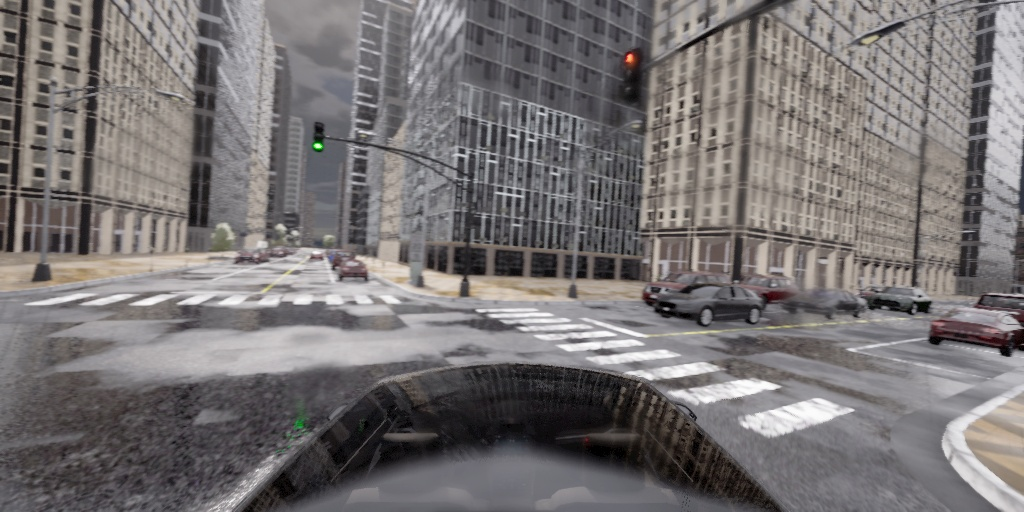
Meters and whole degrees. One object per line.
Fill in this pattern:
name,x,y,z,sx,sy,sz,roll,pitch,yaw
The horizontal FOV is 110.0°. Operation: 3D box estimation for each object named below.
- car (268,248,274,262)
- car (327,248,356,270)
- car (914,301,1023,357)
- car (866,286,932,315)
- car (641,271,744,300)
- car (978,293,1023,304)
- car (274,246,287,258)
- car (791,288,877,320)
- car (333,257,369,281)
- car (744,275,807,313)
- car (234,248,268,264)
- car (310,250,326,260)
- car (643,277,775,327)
car,-27.666,-0.029,39.188,1.802,1.307,4.207,0,0,-28
car,-15.563,0.378,33.145,2.192,1.841,5.009,0,0,-28
car,15.583,2.425,11.996,4.207,1.307,1.802,0,0,-28
car,25.383,2.800,23.482,4.553,1.767,2.097,4,0,-28
car,8.589,1.660,17.479,5.009,1.841,2.192,0,0,-28
car,20.898,2.503,14.841,5.009,1.841,2.192,0,0,-28
car,-35.434,-0.527,53.824,1.967,1.591,4.097,0,0,-28
car,16.392,2.412,18.689,5.357,1.411,2.033,4,0,-28
car,-10.402,0.879,23.377,1.802,1.307,4.207,0,0,-28
car,14.162,2.023,20.462,5.009,1.841,2.192,0,0,-28
car,-25.076,-0.054,34.310,1.967,1.591,4.097,0,0,-28
car,-30.317,-0.085,55.799,1.994,1.385,4.181,4,0,-28
car,7.756,1.808,14.047,4.892,1.490,1.837,4,0,-27
